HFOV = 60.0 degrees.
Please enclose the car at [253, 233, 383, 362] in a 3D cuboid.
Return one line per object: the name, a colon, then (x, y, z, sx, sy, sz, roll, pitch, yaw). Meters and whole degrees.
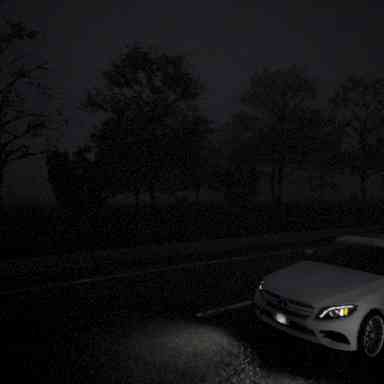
car: (3.224, 1.516, 5.968, 4.674, 1.442, 1.812, 0, 0, -33)
